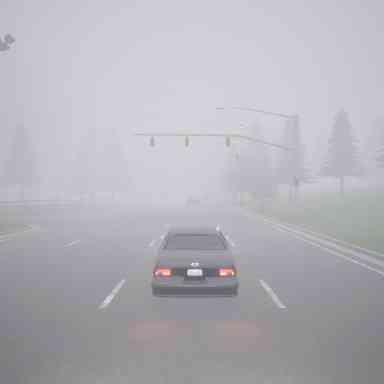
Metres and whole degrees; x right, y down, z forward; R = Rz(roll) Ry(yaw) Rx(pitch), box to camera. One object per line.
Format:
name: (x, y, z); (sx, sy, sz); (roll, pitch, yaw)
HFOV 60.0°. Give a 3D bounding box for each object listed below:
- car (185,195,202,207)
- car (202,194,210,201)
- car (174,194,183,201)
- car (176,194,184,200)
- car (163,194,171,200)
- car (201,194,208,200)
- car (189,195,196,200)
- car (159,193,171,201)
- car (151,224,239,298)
car: (0.046, 1.352, 52.754); (2.097, 1.767, 4.553); (0, 0, 0)
car: (3.576, 1.492, 83.393); (1.837, 1.490, 4.892); (0, 0, 0)
car: (-3.423, 1.517, 83.816); (1.812, 1.442, 4.674); (0, 0, 0)
car: (-3.414, 1.357, 93.820); (2.128, 1.511, 4.902); (0, 0, 0)
car: (-6.914, 1.385, 93.823); (1.994, 1.385, 4.181); (0, 0, 0)
car: (3.586, 1.310, 93.813); (1.882, 1.535, 5.008); (0, 0, 0)
car: (0.086, 1.540, 94.230); (2.033, 1.411, 5.357); (0, 0, 0)
car: (-6.924, 1.217, 83.433); (2.150, 2.045, 5.566); (0, 0, 0)
car: (0.074, 1.547, 8.714); (2.033, 1.411, 5.357); (0, 0, 0)
